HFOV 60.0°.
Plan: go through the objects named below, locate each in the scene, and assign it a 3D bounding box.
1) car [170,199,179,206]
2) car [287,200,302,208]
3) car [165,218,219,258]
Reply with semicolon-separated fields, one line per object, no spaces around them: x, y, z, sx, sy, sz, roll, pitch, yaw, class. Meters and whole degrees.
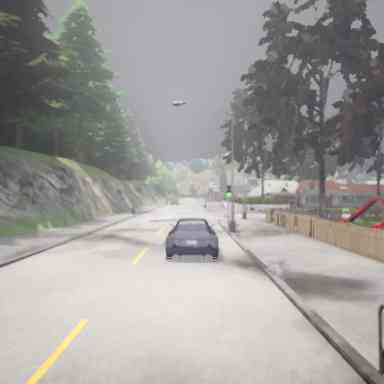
-3.986;2.402;77.079;2.128;1.511;4.902;0;-1;0;car
15.796;1.895;52.277;1.994;1.381;4.181;0;-1;0;car
0.020;1.718;13.412;1.994;1.385;4.181;0;-1;1;car
